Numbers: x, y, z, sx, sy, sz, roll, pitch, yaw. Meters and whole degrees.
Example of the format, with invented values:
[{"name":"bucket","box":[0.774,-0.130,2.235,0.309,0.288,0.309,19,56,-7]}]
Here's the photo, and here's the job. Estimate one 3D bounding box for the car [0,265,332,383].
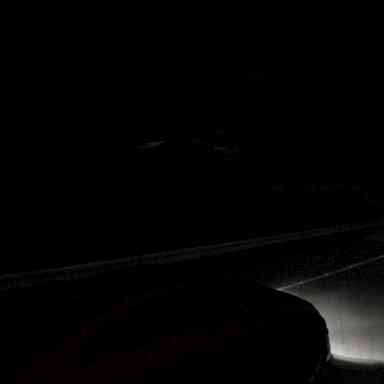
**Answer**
[{"name":"car","box":[-0.290,1.571,3.756,4.181,1.385,1.994,0,0,-37]}]
